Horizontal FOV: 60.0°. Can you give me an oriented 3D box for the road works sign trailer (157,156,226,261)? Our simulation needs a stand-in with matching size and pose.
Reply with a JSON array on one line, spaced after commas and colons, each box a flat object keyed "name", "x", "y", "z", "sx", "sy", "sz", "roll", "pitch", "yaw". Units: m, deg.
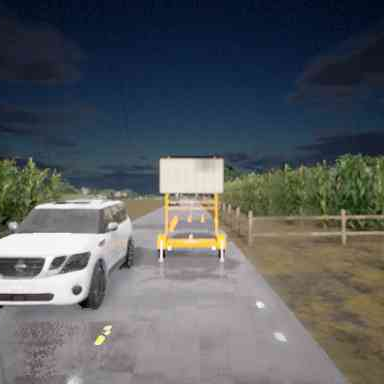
[{"name": "road works sign trailer", "x": -0.012, "y": 0.475, "z": 12.299, "sx": 2.380, "sy": 3.560, "sz": 2.880, "roll": 0, "pitch": 0, "yaw": 0}]

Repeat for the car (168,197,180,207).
[{"name": "car", "x": -2.895, "y": 1.643, "z": 52.611, "sx": 1.837, "sy": 1.490, "sz": 4.892, "roll": 0, "pitch": 0, "yaw": 0}]

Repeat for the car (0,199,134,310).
[{"name": "car", "x": -2.856, "y": 1.229, "z": 8.189, "sx": 2.150, "sy": 2.045, "sz": 5.566, "roll": 0, "pitch": 0, "yaw": 0}]
